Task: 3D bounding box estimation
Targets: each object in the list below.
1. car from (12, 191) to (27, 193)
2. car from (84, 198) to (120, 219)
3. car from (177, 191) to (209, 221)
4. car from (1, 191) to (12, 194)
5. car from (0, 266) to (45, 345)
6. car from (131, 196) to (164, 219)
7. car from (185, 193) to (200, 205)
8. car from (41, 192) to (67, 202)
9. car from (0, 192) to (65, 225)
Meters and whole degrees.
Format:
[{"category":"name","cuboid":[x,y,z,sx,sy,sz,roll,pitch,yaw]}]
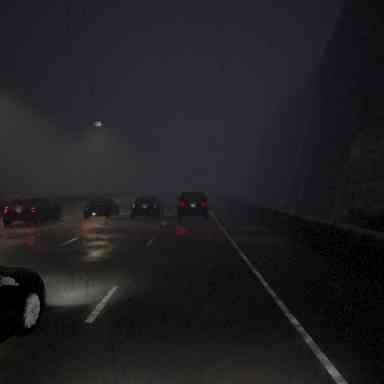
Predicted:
[{"category":"car","cuboid":[-24.599,0.723,50.315,1.882,1.535,5.008,0,1,0]},{"category":"car","cuboid":[-6.936,1.235,25.892,1.837,1.490,4.892,0,1,0]},{"category":"car","cuboid":[0.065,0.965,24.849,2.150,2.045,5.566,0,1,0]},{"category":"car","cuboid":[-28.093,0.578,51.117,2.097,1.767,4.553,0,2,0]},{"category":"car","cuboid":[-3.405,1.479,3.729,1.837,1.490,4.892,0,0,0]},{"category":"car","cuboid":[-3.437,1.074,26.251,2.097,1.767,4.553,0,1,0]},{"category":"car","cuboid":[0.039,0.875,43.730,1.882,1.535,5.008,0,0,0]},{"category":"car","cuboid":[-21.093,0.737,51.008,1.837,1.490,4.892,0,1,0]},{"category":"car","cuboid":[-10.431,1.133,22.203,2.097,1.767,4.553,0,1,0]}]
